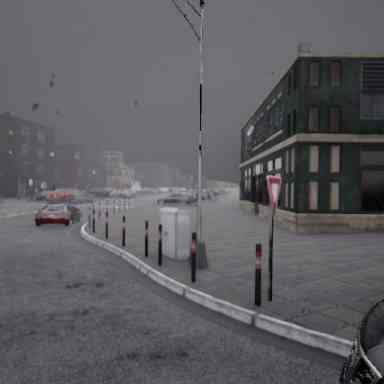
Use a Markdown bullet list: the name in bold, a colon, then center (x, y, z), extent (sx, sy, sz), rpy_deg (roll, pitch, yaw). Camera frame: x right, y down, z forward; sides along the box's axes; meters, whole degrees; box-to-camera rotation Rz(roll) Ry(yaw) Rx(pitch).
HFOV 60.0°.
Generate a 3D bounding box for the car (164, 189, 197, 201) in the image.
- **car**: center (-1.429, 0.778, 50.355), extent (4.553, 1.767, 2.185), rpy_deg (1, 1, 10)

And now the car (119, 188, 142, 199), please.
- **car**: center (-11.777, 0.562, 64.468), extent (1.837, 1.490, 4.892), rpy_deg (1, 1, 10)

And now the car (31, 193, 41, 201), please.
- **car**: center (-21.901, 0.545, 50.155), extent (4.553, 1.767, 2.185), rpy_deg (1, 1, 10)

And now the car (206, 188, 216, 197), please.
- **car**: center (1.354, 0.347, 66.796), extent (5.566, 2.045, 2.435), rpy_deg (1, 1, 10)

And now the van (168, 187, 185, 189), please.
- **van**: center (-1.089, 0.631, 53.245), extent (4.442, 1.987, 1.878), rpy_deg (1, 1, 10)

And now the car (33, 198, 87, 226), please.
- **car**: center (-8.310, 1.325, 21.105), extent (1.994, 1.385, 4.181), rpy_deg (1, 1, -6)

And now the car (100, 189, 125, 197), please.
- **car**: center (-17.815, 0.235, 74.639), extent (5.008, 1.535, 2.097), rpy_deg (1, 1, 10)

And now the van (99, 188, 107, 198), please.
- **van**: center (-18.150, 0.062, 71.895), extent (4.442, 1.987, 1.878), rpy_deg (1, 1, 10)

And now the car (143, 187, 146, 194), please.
- **car**: center (-15.513, -0.005, 88.229), extent (4.892, 1.521, 2.231), rpy_deg (1, 1, 10)

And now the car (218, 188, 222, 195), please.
- **car**: center (3.673, 0.089, 80.496), extent (5.566, 2.045, 2.435), rpy_deg (1, 1, 10)

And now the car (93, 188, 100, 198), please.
- **car**: center (-20.106, 0.493, 61.047), extent (4.892, 1.521, 2.231), rpy_deg (1, 1, 10)

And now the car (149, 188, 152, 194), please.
- **car**: center (-14.597, -0.093, 93.665), extent (4.892, 1.521, 2.231), rpy_deg (1, 1, 10)

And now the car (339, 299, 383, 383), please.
- **car**: center (3.573, 1.221, 1.275), extent (5.566, 2.045, 2.150), rpy_deg (0, 0, 32)

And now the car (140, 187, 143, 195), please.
- **car**: center (-15.971, 0.042, 85.510), extent (4.892, 1.521, 2.231), rpy_deg (1, 1, 10)

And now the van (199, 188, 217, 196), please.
- **van**: center (3.994, 0.063, 83.262), extent (4.442, 1.987, 1.878), rpy_deg (1, 1, 10)

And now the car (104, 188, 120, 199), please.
- **car**: center (-14.731, 0.527, 64.988), extent (1.837, 1.490, 4.892), rpy_deg (1, 1, 10)

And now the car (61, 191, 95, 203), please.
- **car**: center (-15.229, 0.916, 44.728), extent (1.994, 1.385, 4.181), rpy_deg (1, 1, 10)

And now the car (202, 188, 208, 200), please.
- **car**: center (-0.037, 0.634, 58.581), extent (4.553, 1.767, 2.185), rpy_deg (1, 1, 10)

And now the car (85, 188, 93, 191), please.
- **car**: center (-20.526, 0.415, 58.315), extent (4.553, 1.767, 2.185), rpy_deg (1, 1, 10)

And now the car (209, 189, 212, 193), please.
- **car**: center (0.865, 0.653, 64.067), extent (4.892, 1.521, 2.231), rpy_deg (1, 1, 10)

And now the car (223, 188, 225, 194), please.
- **car**: center (5.955, 0.110, 94.205), extent (4.892, 1.521, 2.231), rpy_deg (1, 1, 10)

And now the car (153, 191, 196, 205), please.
- **car**: center (-2.398, 1.007, 45.009), extent (4.792, 1.488, 2.163), rpy_deg (1, 1, 10)

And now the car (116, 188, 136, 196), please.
- **car**: center (-16.403, -0.038, 82.786), extent (4.553, 1.767, 2.185), rpy_deg (1, 1, 10)

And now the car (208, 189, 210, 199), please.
- **car**: center (0.411, 0.703, 61.452), extent (5.008, 1.535, 2.097), rpy_deg (1, 1, 10)

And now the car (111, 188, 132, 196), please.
- **car**: center (-16.923, 0.010, 80.077), extent (4.553, 1.767, 2.185), rpy_deg (1, 1, 10)

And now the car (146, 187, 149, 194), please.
- **car**: center (-15.055, -0.049, 90.947), extent (4.892, 1.521, 2.231), rpy_deg (1, 1, 10)

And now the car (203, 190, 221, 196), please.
- **car**: center (5.468, 0.181, 91.470), extent (4.792, 1.488, 2.163), rpy_deg (1, 1, 10)

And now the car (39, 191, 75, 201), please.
- **car**: center (-21.480, 0.630, 52.887), extent (5.008, 1.535, 2.097), rpy_deg (1, 1, 10)

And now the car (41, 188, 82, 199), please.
- **car**: center (-18.006, 0.517, 46.319), extent (2.150, 2.045, 5.566), rpy_deg (1, 1, 10)

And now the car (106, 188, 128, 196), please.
- **car**: center (-17.380, 0.059, 77.359), extent (4.553, 1.767, 2.185), rpy_deg (1, 1, 10)

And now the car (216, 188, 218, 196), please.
- **car**: center (2.246, 0.238, 72.410), extent (5.566, 2.045, 2.435), rpy_deg (1, 1, 10)

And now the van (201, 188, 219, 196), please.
- **van**: center (4.688, 0.020, 85.961), extent (4.442, 1.987, 1.878), rpy_deg (1, 1, 10)
